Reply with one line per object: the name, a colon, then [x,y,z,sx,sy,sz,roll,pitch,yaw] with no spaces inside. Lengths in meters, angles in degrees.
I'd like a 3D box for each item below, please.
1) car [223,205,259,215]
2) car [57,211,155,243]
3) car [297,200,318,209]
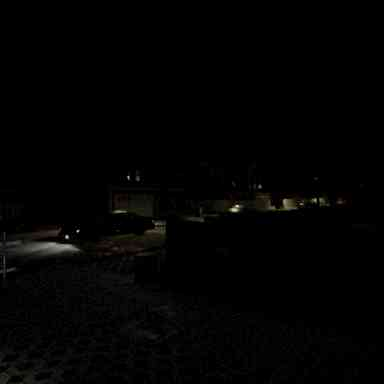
car: [4.397,1.843,29.873,1.994,1.385,4.181,-1,-1,36]
car: [-4.335,1.736,17.794,2.033,1.411,5.357,-1,-1,36]
car: [15.840,1.915,45.550,2.128,1.511,4.902,-1,-1,36]
